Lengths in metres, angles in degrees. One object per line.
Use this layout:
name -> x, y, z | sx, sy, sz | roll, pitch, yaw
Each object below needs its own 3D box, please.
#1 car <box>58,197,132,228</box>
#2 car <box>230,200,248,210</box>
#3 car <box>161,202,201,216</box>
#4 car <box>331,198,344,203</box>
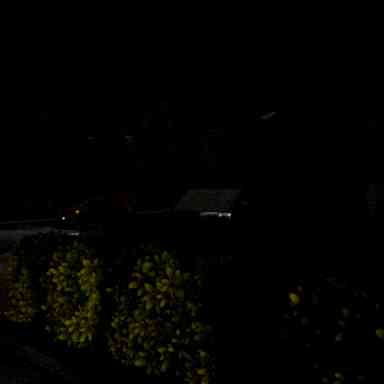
car -> -6.909, 1.389, 24.292 | 2.150, 2.045, 5.566 | 0, 0, 36
car -> 5.255, 1.693, 40.534 | 1.812, 1.442, 4.674 | 0, 0, 40
car -> -0.964, 1.672, 32.500 | 1.837, 1.490, 4.892 | 0, 0, 36
car -> 24.027, 1.729, 53.807 | 4.181, 1.385, 1.994 | 0, 0, -39
